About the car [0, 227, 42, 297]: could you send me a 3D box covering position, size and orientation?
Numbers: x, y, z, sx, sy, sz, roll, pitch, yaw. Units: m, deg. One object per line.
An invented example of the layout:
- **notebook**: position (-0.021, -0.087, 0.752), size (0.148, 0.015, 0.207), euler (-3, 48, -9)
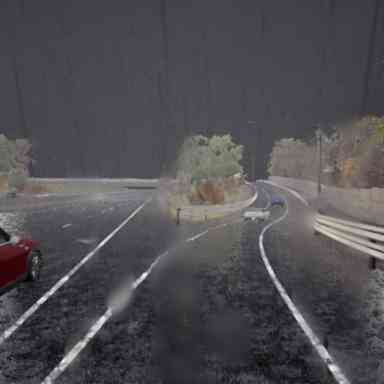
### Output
- **car**: position (-4.693, 1.311, 6.617), size (2.097, 1.767, 4.553), euler (0, 0, -6)

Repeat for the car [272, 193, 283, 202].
- **car**: position (18.453, 1.150, 71.874), size (2.097, 1.767, 4.553), euler (1, 4, 13)

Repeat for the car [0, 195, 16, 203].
- **car**: position (-35.234, 1.245, 63.038), size (1.812, 1.442, 4.674), euler (0, 0, -6)

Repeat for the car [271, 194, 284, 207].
- **car**: position (15.859, 1.619, 61.780), size (2.150, 2.045, 5.566), euler (1, 2, 15)

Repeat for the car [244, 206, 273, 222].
- **car**: position (6.539, 2.234, 33.118), size (1.895, 1.301, 4.718), euler (1, -1, 20)

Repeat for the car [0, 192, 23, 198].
- **car**: position (-26.594, 1.002, 46.997), size (2.150, 2.045, 5.566), euler (0, 0, -5)
